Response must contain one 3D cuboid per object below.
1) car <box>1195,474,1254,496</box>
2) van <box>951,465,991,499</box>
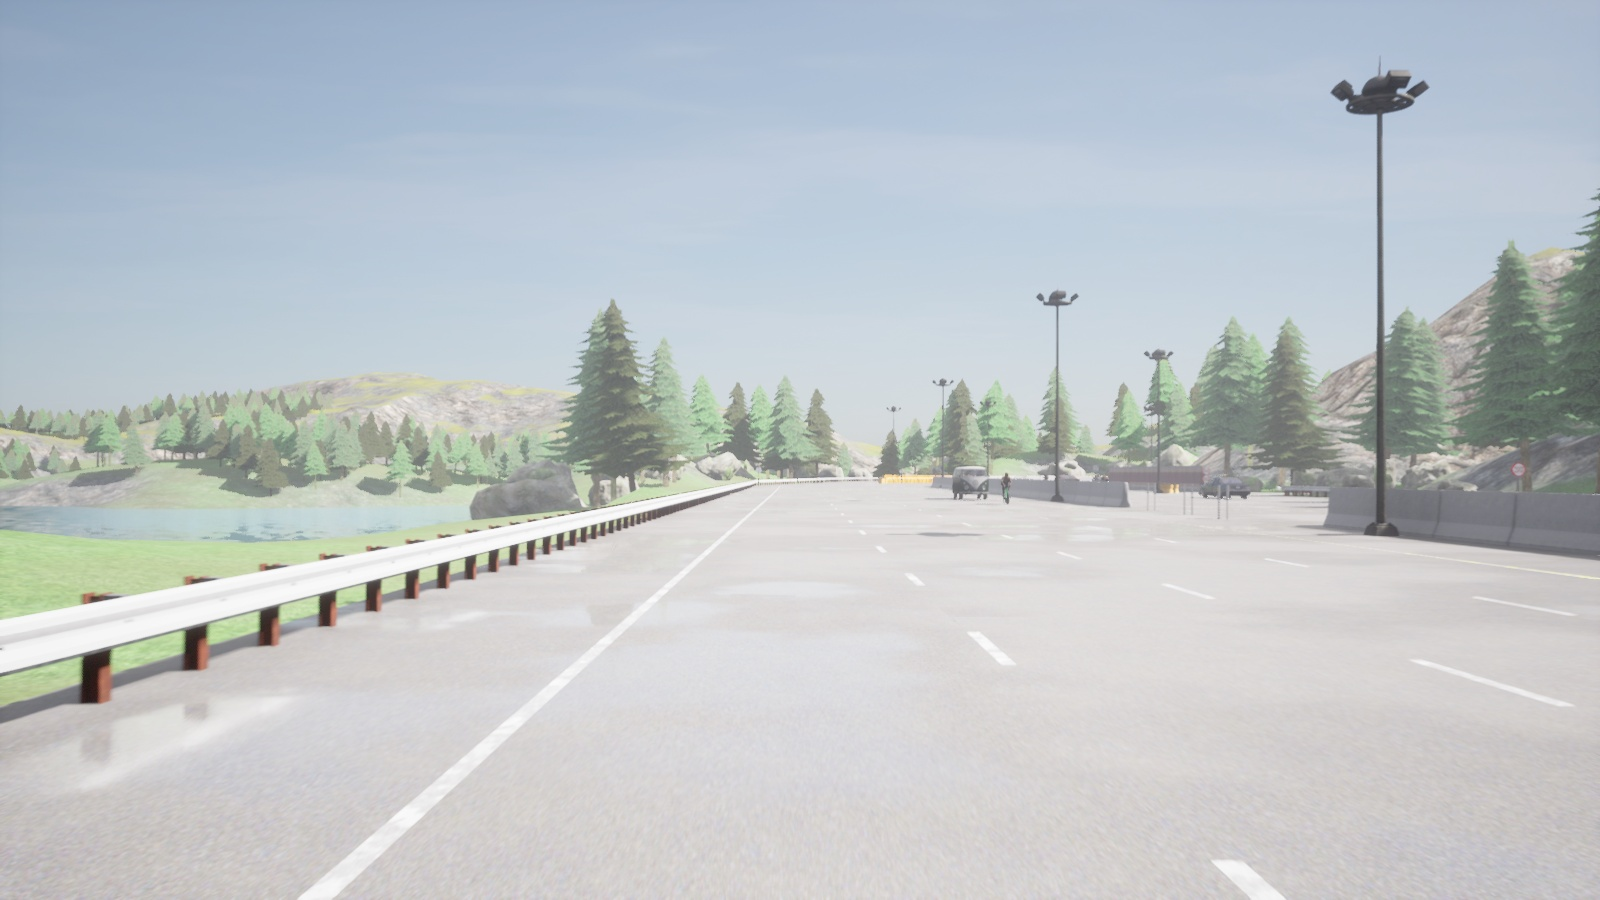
[{"bbox_3d":[27.793,2.274,82.358,2.033,1.411,5.357,0,-1,0],"label":"car"},{"bbox_3d":[10.308,1.931,75.891,1.775,1.987,4.442,0,-1,0],"label":"van"}]
